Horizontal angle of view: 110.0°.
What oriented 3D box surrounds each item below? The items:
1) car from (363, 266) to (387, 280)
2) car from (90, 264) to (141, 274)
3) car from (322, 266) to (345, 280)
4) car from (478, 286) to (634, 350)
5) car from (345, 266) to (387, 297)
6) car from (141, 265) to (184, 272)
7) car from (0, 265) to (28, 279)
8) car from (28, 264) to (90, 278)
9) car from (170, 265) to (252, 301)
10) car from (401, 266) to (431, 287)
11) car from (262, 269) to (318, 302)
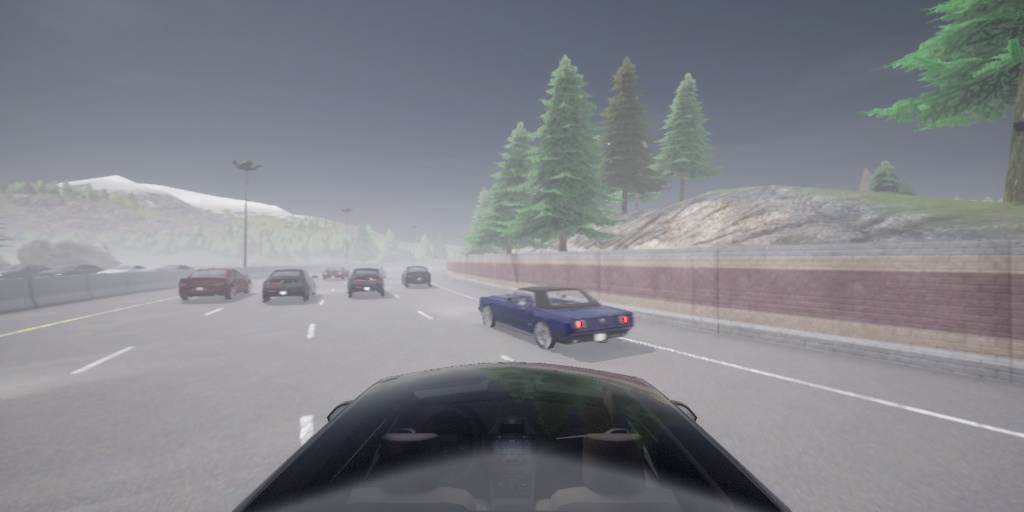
[{"bbox_3d":[-14.301,1.722,37.739,1.895,1.301,4.718,0,-1,-15],"label":"car"},{"bbox_3d":[-34.811,1.498,32.457,1.812,1.442,4.674,0,-1,-15],"label":"car"},{"bbox_3d":[-17.342,1.683,35.635,1.895,1.301,4.718,0,-1,-16],"label":"car"},{"bbox_3d":[0.800,1.449,9.552,1.895,1.301,4.718,1,-1,-29],"label":"car"},{"bbox_3d":[-8.443,1.447,20.716,1.837,1.490,4.892,0,-1,-23],"label":"car"},{"bbox_3d":[-31.408,1.521,33.283,1.812,1.442,4.674,0,-1,-15],"label":"car"},{"bbox_3d":[-41.507,1.460,30.406,2.033,1.411,5.357,0,-1,-15],"label":"car"},{"bbox_3d":[-38.089,1.449,31.175,1.837,1.490,4.892,0,-1,-15],"label":"car"},{"bbox_3d":[-15.100,1.364,18.521,1.882,1.535,5.008,0,-1,-23],"label":"car"},{"bbox_3d":[-7.412,1.507,27.648,1.882,1.535,5.008,0,-1,-20],"label":"car"},{"bbox_3d":[-11.154,1.404,18.170,1.837,1.490,4.892,0,-1,-24],"label":"car"}]
